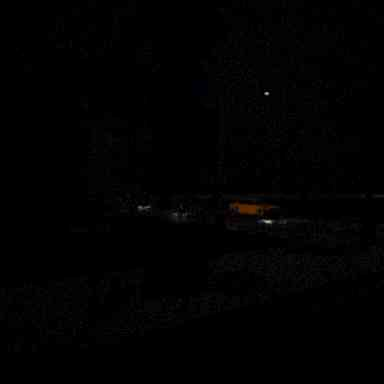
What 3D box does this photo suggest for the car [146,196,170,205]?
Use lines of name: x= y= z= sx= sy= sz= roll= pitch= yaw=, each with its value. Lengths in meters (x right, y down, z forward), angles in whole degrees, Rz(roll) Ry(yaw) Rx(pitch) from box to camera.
car: x=-5.693 y=1.325 z=55.273 sx=1.994 sy=1.385 sz=4.181 roll=1 pitch=0 yaw=-35

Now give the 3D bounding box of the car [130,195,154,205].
car: x=-8.100 y=1.206 z=53.027 sx=1.837 sy=1.490 sz=4.892 roll=1 pitch=0 yaw=-34

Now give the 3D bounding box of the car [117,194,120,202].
car: x=-14.140 y=1.173 z=61.514 sx=2.128 sy=1.511 sz=4.902 roll=1 pitch=-1 yaw=-35

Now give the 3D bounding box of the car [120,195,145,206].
car: x=-7.766 y=1.155 z=46.710 sx=2.128 sy=1.511 sz=4.902 roll=1 pitch=0 yaw=-35

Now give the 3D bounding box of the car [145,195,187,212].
car: x=-2.412 y=1.185 z=33.454 sx=2.128 sy=1.511 sz=4.902 roll=1 pitch=0 yaw=-35

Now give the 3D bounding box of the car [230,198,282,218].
car: x=5.329 y=1.293 z=28.120 sx=1.882 sy=1.535 sz=5.008 roll=1 pitch=0 yaw=-35

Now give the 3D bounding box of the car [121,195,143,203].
car: x=-11.486 y=1.291 z=63.387 sx=2.033 sy=1.411 sz=5.357 roll=1 pitch=-1 yaw=-35
